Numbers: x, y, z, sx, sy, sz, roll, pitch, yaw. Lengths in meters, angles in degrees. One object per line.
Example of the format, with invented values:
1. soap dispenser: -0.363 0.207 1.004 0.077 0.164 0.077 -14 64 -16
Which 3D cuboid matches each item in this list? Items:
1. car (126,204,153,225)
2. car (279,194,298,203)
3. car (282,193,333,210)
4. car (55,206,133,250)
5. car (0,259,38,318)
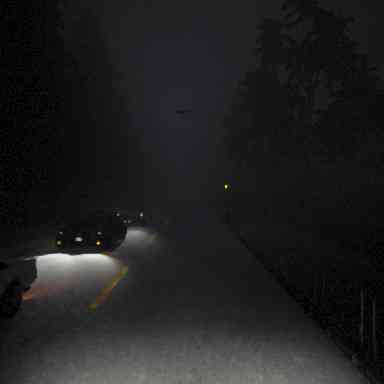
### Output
1. car: -3.880 1.506 23.053 1.895 1.301 4.718 0 0 0
2. car: 16.091 1.101 55.751 1.994 1.381 4.181 0 0 0
3. car: 13.312 1.089 38.552 5.566 2.045 2.150 0 0 -1
4. car: -4.012 1.501 13.896 1.994 1.385 4.181 0 0 1
5. car: -4.083 1.576 4.559 1.895 1.301 4.718 0 0 0
